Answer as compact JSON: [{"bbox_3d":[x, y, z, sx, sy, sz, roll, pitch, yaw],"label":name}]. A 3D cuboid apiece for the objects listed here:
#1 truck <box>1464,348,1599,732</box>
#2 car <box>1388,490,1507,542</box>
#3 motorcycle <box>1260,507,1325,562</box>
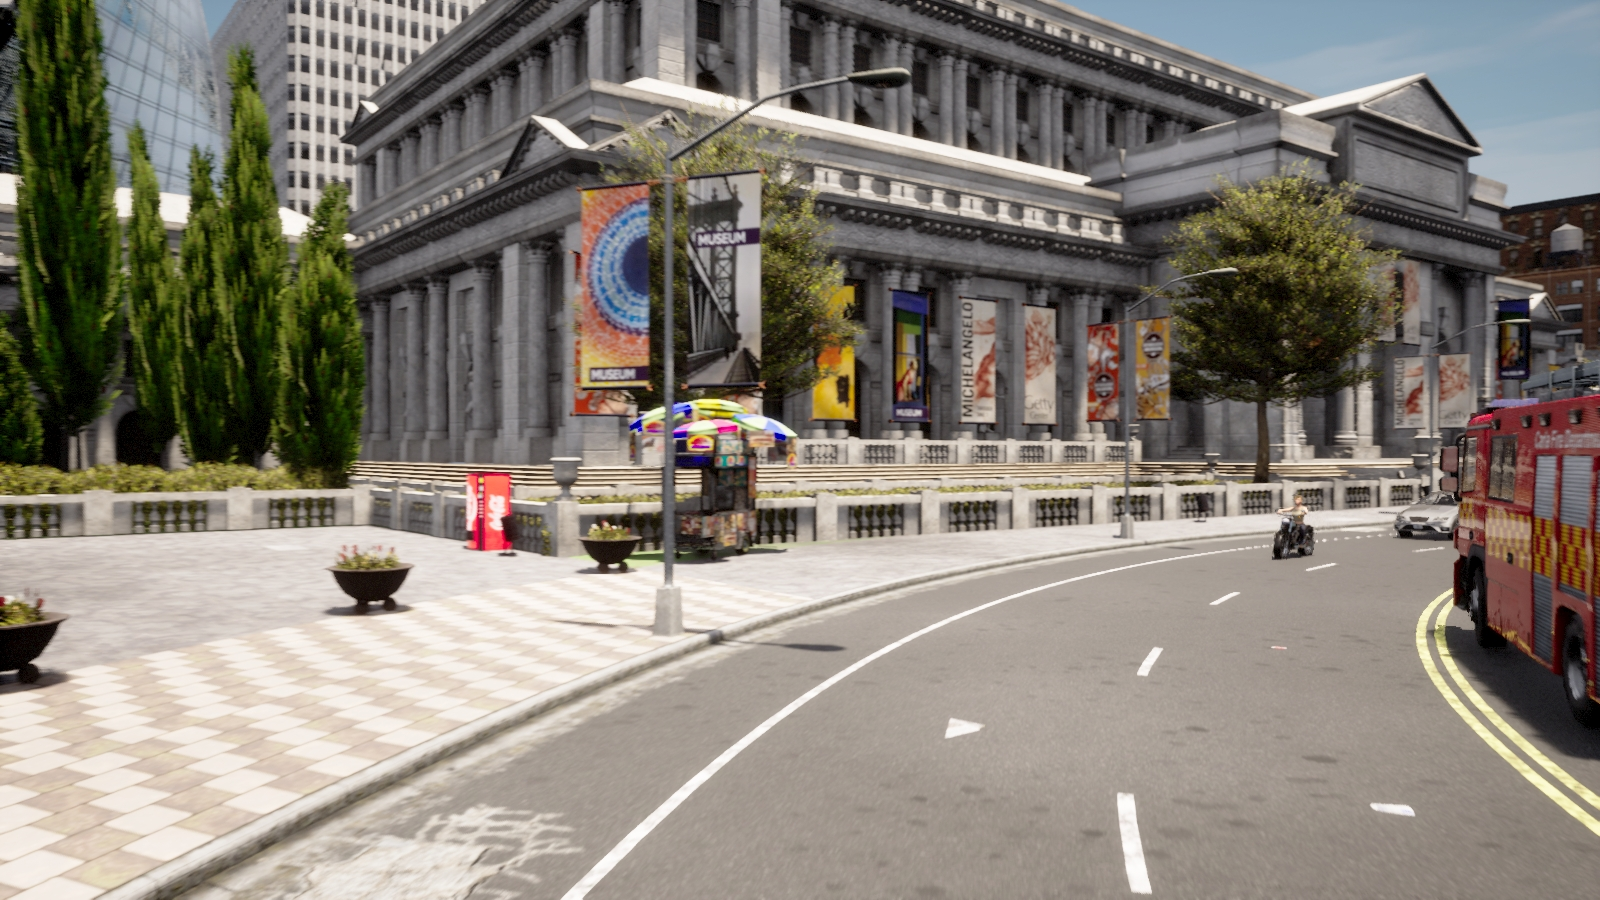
[{"bbox_3d":[10.323,0.898,13.537,2.891,3.827,8.468,0,0,21],"label":"truck"},{"bbox_3d":[20.919,2.080,36.855,4.193,1.474,1.816,0,0,-37],"label":"car"},{"bbox_3d":[12.877,2.178,29.836,0.764,1.277,2.356,1,1,45],"label":"motorcycle"}]
